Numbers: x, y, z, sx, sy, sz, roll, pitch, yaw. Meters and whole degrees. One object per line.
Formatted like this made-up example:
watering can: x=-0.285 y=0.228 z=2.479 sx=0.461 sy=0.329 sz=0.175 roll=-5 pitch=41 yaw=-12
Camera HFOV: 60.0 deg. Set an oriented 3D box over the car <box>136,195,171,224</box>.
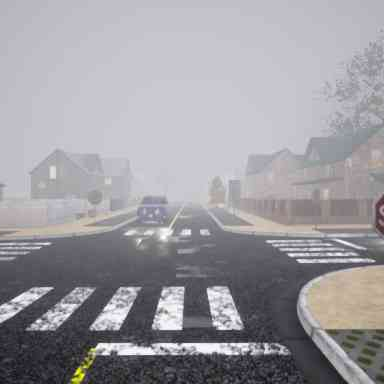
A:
car: x=-2.790 y=1.267 z=25.177 sx=2.150 sy=2.045 sz=5.566 roll=0 pitch=0 yaw=0
